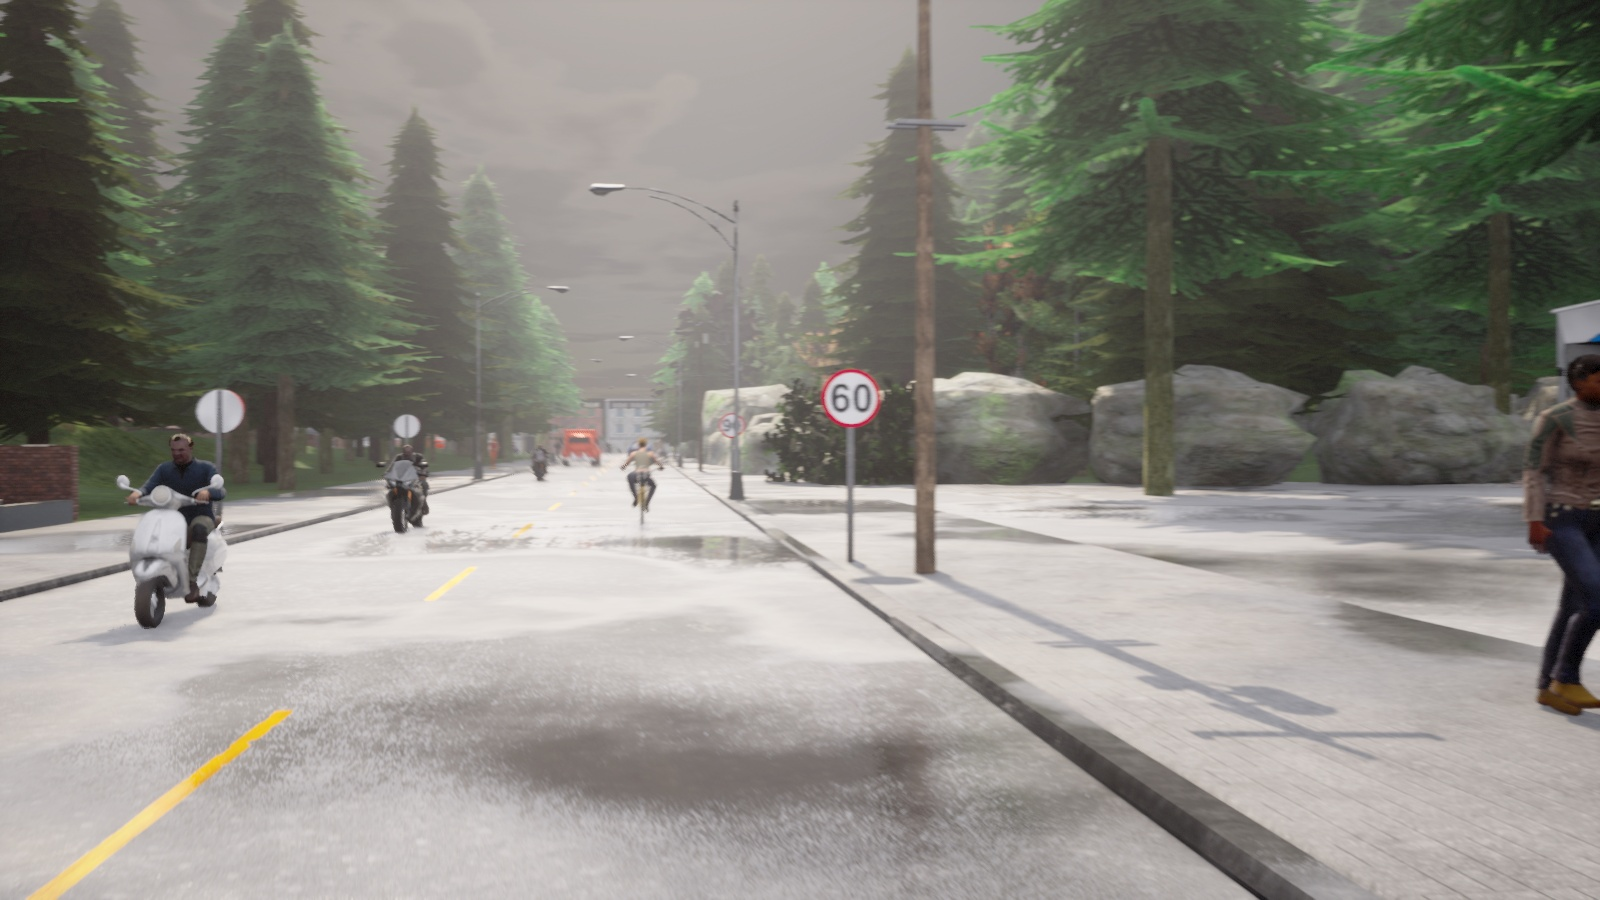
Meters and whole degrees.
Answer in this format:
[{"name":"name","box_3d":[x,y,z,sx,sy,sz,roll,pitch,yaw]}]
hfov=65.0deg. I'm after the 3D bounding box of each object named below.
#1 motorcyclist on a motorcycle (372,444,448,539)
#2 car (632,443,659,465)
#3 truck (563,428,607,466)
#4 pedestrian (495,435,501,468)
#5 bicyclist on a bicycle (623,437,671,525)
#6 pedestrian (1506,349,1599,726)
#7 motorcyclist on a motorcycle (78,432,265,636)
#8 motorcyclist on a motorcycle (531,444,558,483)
[{"name":"motorcyclist on a motorcycle","box_3d":[-6.633,0.671,21.468,0.866,1.530,2.191,0,0,-7]},{"name":"car","box_3d":[-11.094,0.246,90.296,1.882,1.535,5.008,0,0,-7]},{"name":"truck","box_3d":[-14.399,-0.180,84.394,2.627,2.467,5.204,0,0,-7]},{"name":"pedestrian","box_3d":[-17.152,0.085,71.394,0.345,1.836,0.594,0,0,-13]},{"name":"bicyclist on a bicycle","box_3d":[-2.877,0.558,23.645,0.866,1.612,1.509,0,0,-7]},{"name":"pedestrian","box_3d":[3.958,0.419,6.197,0.328,1.805,0.869,0,0,-13]},{"name":"motorcyclist on a motorcycle","box_3d":[-5.297,0.646,10.726,0.866,1.590,1.817,0,0,-7]},{"name":"motorcyclist on a motorcycle","box_3d":[-10.179,0.519,50.073,0.866,1.530,2.191,0,0,-7]}]
